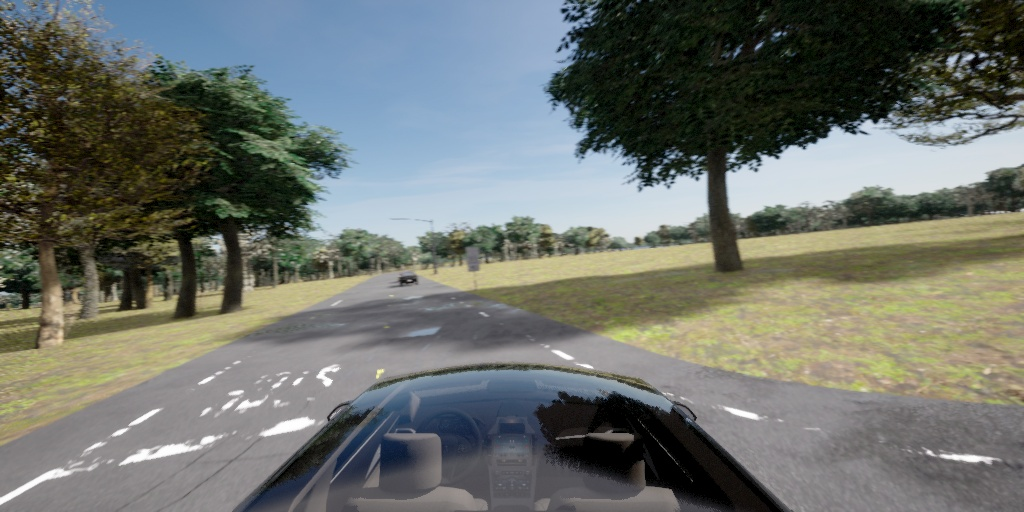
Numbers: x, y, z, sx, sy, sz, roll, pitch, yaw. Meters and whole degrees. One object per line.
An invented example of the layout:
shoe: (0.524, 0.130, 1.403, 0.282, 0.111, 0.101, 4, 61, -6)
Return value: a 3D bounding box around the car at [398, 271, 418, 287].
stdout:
car: (-11.706, 2.534, 40.563, 1.882, 1.535, 5.008, -5, 0, -18)
